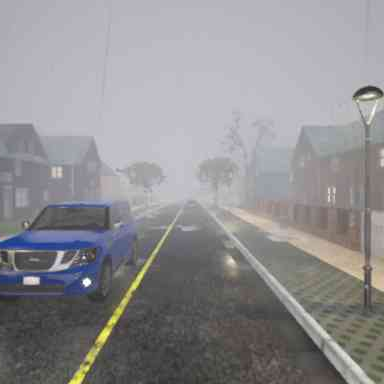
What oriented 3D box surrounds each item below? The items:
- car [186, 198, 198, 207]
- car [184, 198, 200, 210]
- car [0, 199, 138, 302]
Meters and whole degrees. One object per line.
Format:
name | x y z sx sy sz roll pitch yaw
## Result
car | 0.000 1.710 54.843 1.895 1.301 4.718 0 0 0
car | 0.000 1.636 44.717 1.994 1.385 4.181 0 0 0
car | -2.807 1.224 8.632 2.150 2.045 5.566 0 0 1
